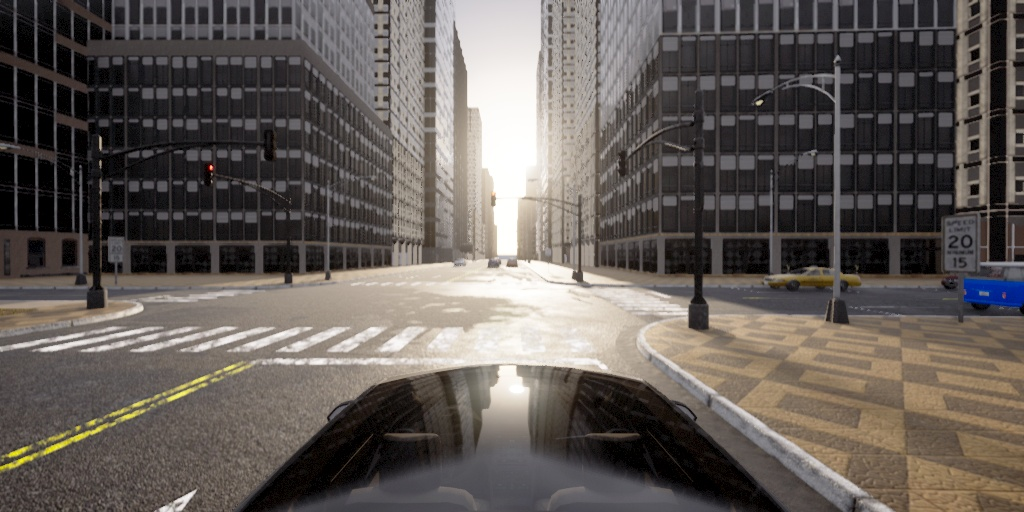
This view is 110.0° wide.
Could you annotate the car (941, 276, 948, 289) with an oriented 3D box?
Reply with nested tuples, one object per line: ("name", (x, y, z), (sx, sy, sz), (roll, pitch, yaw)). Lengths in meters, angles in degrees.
("car", (26.937, 1.306, 20.161), (4.207, 1.307, 1.802), (0, 0, 2))

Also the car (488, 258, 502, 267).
("car", (-3.201, 1.169, 62.835), (1.882, 1.535, 5.008), (0, 0, 0))

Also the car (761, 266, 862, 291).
("car", (17.103, 1.241, 20.654), (4.829, 1.417, 1.751), (0, 0, 2))

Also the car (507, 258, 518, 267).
("car", (0.050, 1.256, 63.666), (1.994, 1.385, 4.181), (0, 0, 0))

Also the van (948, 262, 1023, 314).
("van", (18.367, 1.090, 12.481), (3.998, 1.789, 1.690), (0, 0, 2))
